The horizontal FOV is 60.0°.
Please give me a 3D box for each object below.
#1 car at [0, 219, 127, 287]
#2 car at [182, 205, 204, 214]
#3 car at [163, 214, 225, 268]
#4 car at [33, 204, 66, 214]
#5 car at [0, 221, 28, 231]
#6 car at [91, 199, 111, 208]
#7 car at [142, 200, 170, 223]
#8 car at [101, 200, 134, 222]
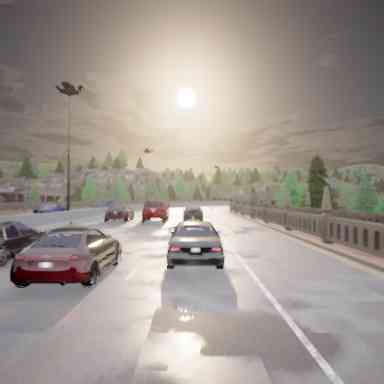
[{"bbox_3d":[-3.399,1.707,9.734,1.994,1.385,4.181,0,-1,0],"label":"car"},{"bbox_3d":[0.104,2.077,32.363,1.837,1.490,4.892,0,-1,0],"label":"car"},{"bbox_3d":[0.101,1.731,11.872,2.033,1.411,5.357,0,-1,0],"label":"car"},{"bbox_3d":[-17.519,2.229,41.803,1.882,1.535,5.008,0,-1,1],"label":"car"},{"bbox_3d":[-6.898,1.732,11.918,2.033,1.411,5.357,0,-1,0],"label":"car"},{"bbox_3d":[-13.685,2.152,51.267,2.150,2.045,5.566,0,-1,5],"label":"car"},{"bbox_3d":[-3.396,1.780,31.643,2.150,2.045,5.566,0,-1,0],"label":"car"},{"bbox_3d":[-6.897,1.918,32.064,2.097,1.767,4.553,0,-1,0],"label":"car"}]
